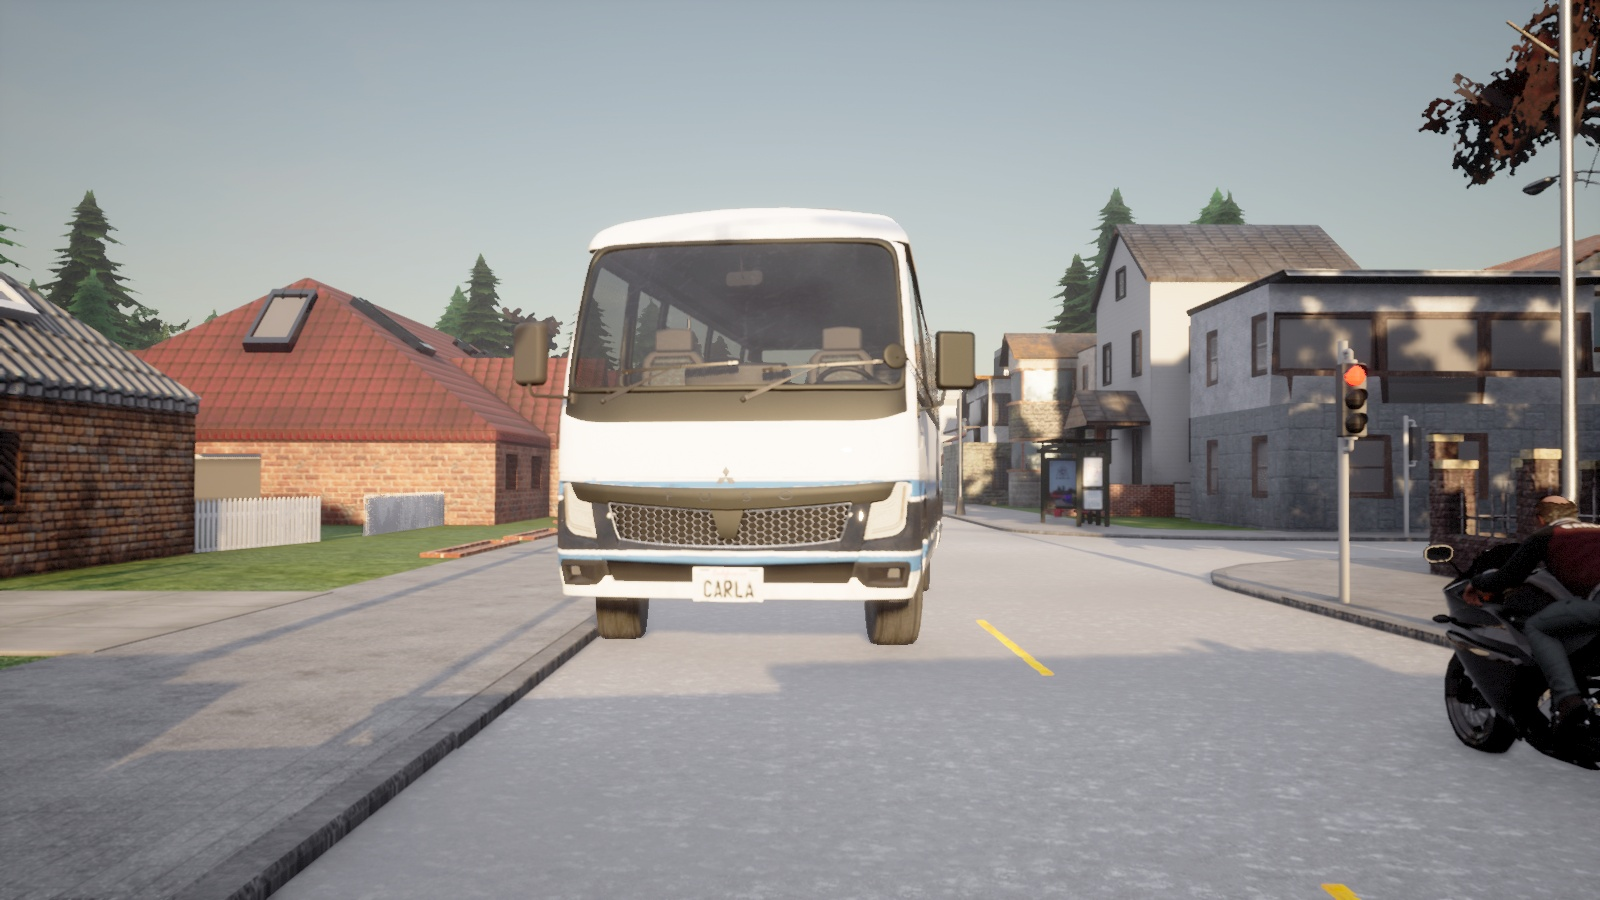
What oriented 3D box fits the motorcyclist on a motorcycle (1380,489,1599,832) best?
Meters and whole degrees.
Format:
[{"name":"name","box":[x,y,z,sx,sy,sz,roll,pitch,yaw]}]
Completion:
[{"name":"motorcyclist on a motorcycle","box":[4.035,0.986,6.614,0.866,1.530,2.191,0,-1,-2]}]

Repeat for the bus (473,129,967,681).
[{"name":"bus","box":[-0.023,-0.227,15.014,3.944,4.253,10.273,-1,-1,7]}]
